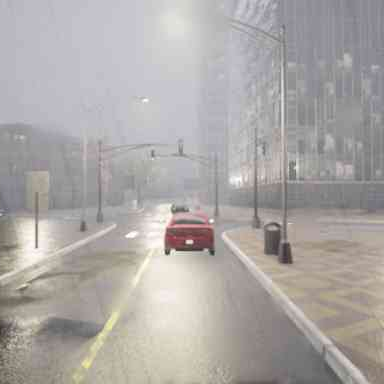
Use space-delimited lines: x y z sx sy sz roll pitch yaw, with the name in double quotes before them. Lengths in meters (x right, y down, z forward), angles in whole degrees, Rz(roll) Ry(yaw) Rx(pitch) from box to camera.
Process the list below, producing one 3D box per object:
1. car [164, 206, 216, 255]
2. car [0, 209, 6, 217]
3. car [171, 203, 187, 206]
"car" -0.080 1.582 13.906 1.882 1.535 5.008 0 0 0
"car" -20.278 1.812 32.451 4.313 1.339 1.947 0 -2 18
"car" -1.491 1.887 38.148 1.895 1.301 4.718 0 0 -5
